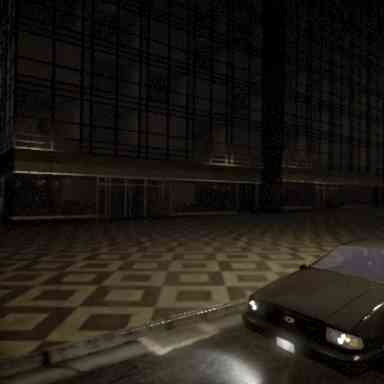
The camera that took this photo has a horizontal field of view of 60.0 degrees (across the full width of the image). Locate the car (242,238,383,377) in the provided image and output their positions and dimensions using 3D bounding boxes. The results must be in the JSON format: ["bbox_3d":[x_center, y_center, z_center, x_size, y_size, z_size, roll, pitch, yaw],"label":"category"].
[{"bbox_3d":[3.373,1.570,5.771,5.357,1.411,2.033,0,0,-35],"label":"car"}]
